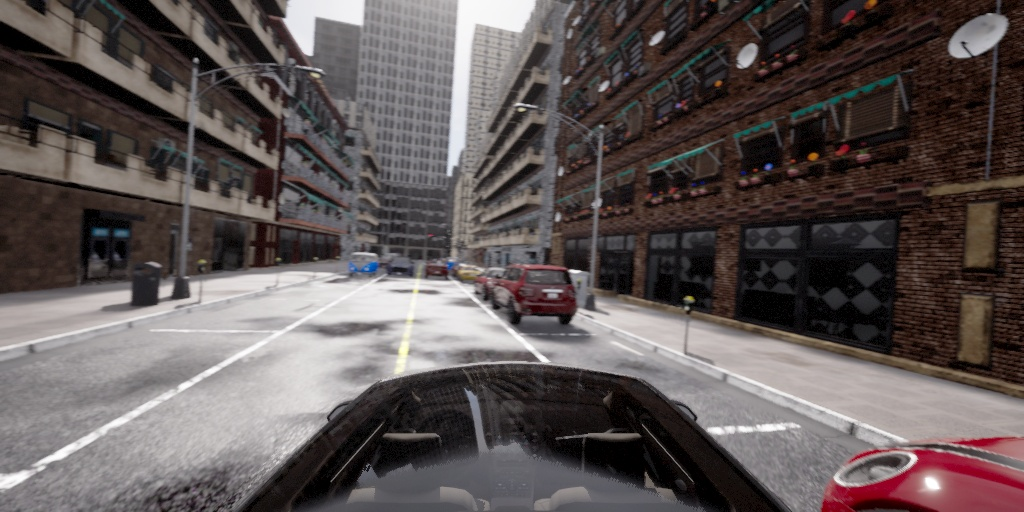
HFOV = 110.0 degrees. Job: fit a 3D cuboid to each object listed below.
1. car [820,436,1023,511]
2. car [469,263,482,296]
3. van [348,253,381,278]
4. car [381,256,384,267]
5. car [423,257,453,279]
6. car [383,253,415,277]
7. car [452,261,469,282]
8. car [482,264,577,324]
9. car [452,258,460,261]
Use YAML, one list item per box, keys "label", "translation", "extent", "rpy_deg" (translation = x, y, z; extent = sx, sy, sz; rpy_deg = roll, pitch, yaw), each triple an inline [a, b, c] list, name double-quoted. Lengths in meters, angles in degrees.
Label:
- label: "car"
  translation: [3.295, 1.290, 0.439]
  extent: [2.097, 1.767, 4.553]
  rpy_deg: [4, -1, -14]
- label: "car"
  translation: [-0.802, 1.300, 17.957]
  extent: [1.967, 1.591, 4.097]
  rpy_deg: [0, 0, -14]
- label: "van"
  translation: [-11.105, 0.654, 26.810]
  extent: [1.690, 1.789, 3.998]
  rpy_deg: [0, 0, -14]
- label: "car"
  translation: [-15.118, 0.663, 42.966]
  extent: [1.967, 1.591, 4.097]
  rpy_deg: [0, 0, -14]
- label: "car"
  translation: [-6.532, 1.111, 30.935]
  extent: [1.882, 1.535, 5.008]
  rpy_deg: [4, 0, -14]
- label: "car"
  translation: [-9.427, 0.803, 30.667]
  extent: [2.097, 1.767, 4.553]
  rpy_deg: [4, 0, -14]
- label: "car"
  translation: [-3.518, 1.326, 28.892]
  extent: [1.751, 1.417, 4.829]
  rpy_deg: [0, 0, -14]
- label: "car"
  translation: [0.535, 1.204, 12.571]
  extent: [2.192, 1.841, 5.009]
  rpy_deg: [0, 0, -14]
- label: "car"
  translation: [-4.815, 1.211, 34.113]
  extent: [1.967, 1.591, 4.097]
  rpy_deg: [0, 0, -14]
